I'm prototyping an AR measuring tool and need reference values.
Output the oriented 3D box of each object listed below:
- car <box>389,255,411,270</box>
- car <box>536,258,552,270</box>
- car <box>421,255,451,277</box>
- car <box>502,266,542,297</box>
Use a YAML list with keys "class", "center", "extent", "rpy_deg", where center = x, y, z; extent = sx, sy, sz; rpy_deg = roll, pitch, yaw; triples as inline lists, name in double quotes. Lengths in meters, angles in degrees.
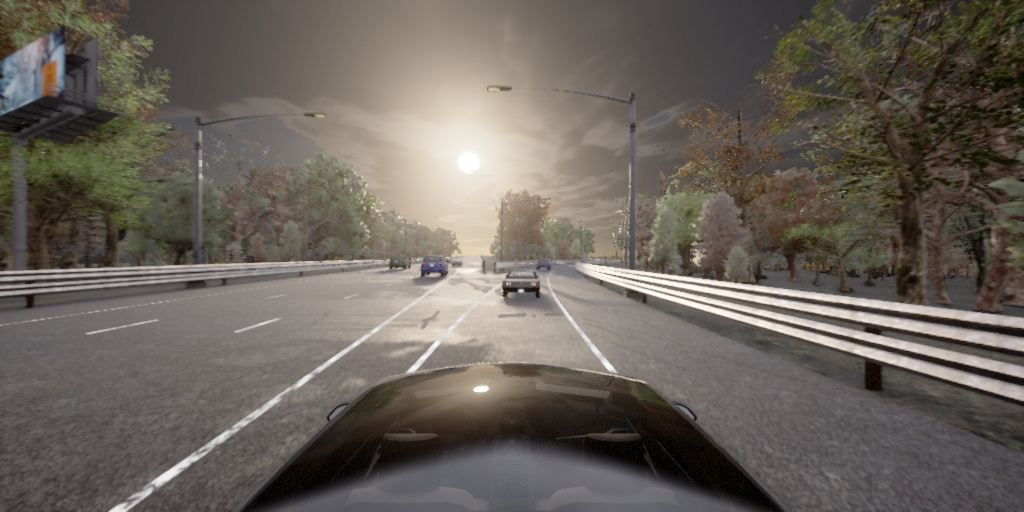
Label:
- class: "car"
  center: [-15.967, 0.938, 51.346]
  extent: [2.150, 2.045, 5.566]
  rpy_deg: [0, 0, -5]
- class: "car"
  center: [5.326, 1.286, 59.142]
  extent: [2.150, 2.045, 5.566]
  rpy_deg: [0, -1, 11]
- class: "car"
  center: [-7.540, 0.967, 35.270]
  extent: [2.150, 2.045, 5.566]
  rpy_deg: [0, 0, -5]
- class: "car"
  center: [0.568, 1.396, 19.369]
  extent: [1.895, 1.301, 4.718]
  rpy_deg: [0, 0, 3]
